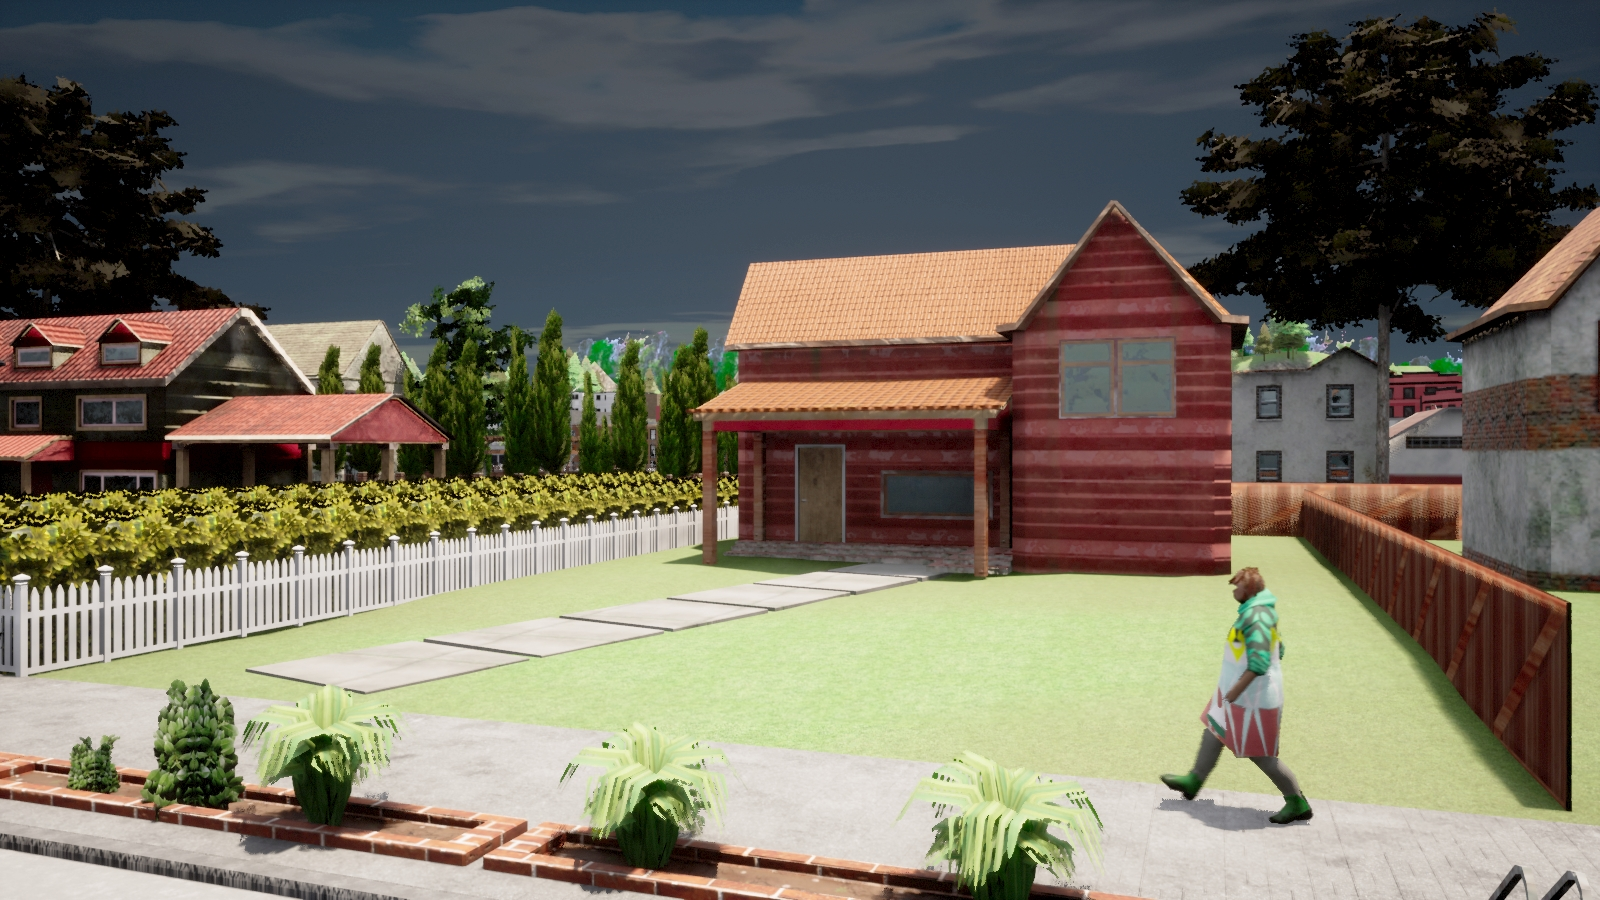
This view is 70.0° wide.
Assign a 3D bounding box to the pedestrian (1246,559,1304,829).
[{"bbox_3d":[3.441,1.744,8.293,0.375,1.860,0.375,0,0,20],"label":"pedestrian"}]
